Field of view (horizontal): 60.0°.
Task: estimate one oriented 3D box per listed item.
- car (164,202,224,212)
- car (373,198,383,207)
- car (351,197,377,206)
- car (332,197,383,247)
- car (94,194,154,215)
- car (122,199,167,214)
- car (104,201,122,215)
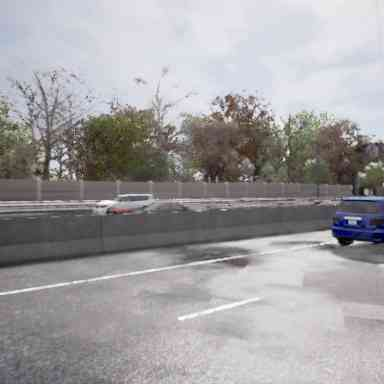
[{"bbox_3d":[0.662,1.554,21.664,4.181,1.385,1.994,0,0,-35],"label":"car"},{"bbox_3d":[30.004,1.586,51.136,4.718,1.301,1.895,0,0,-35],"label":"car"},{"bbox_3d":[27.880,1.548,53.920,4.181,1.385,1.994,0,0,-35],"label":"car"},{"bbox_3d":[8.104,1.212,13.832,5.566,2.045,2.150,0,0,-36],"label":"car"},{"bbox_3d":[-5.879,1.212,29.893,5.566,2.045,2.150,0,0,-36],"label":"car"},{"bbox_3d":[-2.147,1.468,23.962,5.008,1.535,1.882,0,0,-36],"label":"car"},{"bbox_3d":[-4.287,1.592,26.734,4.718,1.301,1.895,0,0,-36],"label":"car"}]
